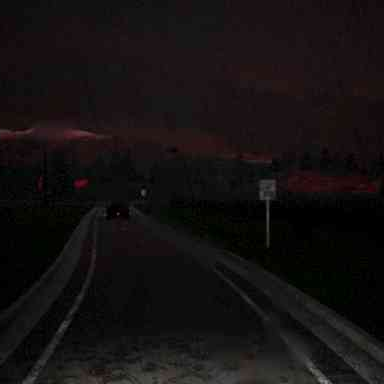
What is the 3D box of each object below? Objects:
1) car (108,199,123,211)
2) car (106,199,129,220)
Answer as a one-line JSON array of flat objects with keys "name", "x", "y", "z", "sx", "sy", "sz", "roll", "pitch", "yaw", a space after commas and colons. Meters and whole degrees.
[{"name": "car", "x": -10.188, "y": 1.683, "z": 44.166, "sx": 1.812, "sy": 1.442, "sz": 4.674, "roll": 0, "pitch": 0, "yaw": -13}, {"name": "car", "x": -6.627, "y": 1.597, "z": 29.682, "sx": 2.128, "sy": 1.511, "sz": 4.902, "roll": 0, "pitch": 0, "yaw": -14}]
